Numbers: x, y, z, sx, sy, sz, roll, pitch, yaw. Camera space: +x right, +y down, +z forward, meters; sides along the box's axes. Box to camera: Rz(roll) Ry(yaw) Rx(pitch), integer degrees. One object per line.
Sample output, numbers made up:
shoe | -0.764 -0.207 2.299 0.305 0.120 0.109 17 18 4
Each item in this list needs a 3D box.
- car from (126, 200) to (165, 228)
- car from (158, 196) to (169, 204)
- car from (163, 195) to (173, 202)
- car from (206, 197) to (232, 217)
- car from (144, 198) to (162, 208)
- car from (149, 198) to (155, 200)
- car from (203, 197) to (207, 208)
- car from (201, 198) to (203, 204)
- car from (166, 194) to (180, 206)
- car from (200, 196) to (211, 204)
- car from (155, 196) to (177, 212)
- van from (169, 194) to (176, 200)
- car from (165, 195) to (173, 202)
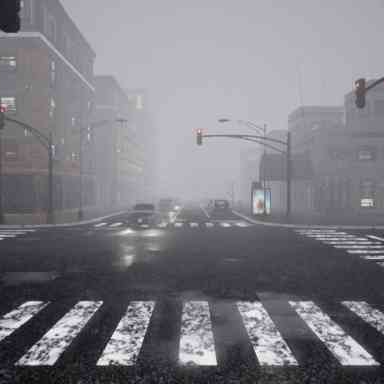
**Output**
car | -3.085 1.485 22.126 1.837 1.490 4.892 0 -1 0
car | -5.652 1.565 65.819 1.752 1.417 4.829 0 0 0
car | -5.646 1.497 77.382 1.967 1.590 4.097 0 0 0
car | 2.705 1.446 31.815 1.967 1.590 4.097 0 0 0
car | -5.663 1.571 48.899 2.008 1.369 4.403 0 0 0
car | -5.671 1.561 37.506 2.008 1.369 4.403 0 0 0
car | 2.714 1.597 43.209 1.802 1.307 4.206 0 0 0
car | 2.717 1.571 48.906 2.008 1.369 4.403 0 0 0
car | -3.031 1.521 56.752 2.128 1.511 4.902 0 0 0
car | 2.729 1.591 65.996 2.008 1.369 4.403 -1 0 0
car | -3.073 1.517 39.503 1.837 1.490 4.892 0 0 0
van | -5.634 1.430 94.472 1.690 1.788 3.998 -1 0 0
car | -5.640 1.592 82.908 1.752 1.417 4.829 -1 0 0
